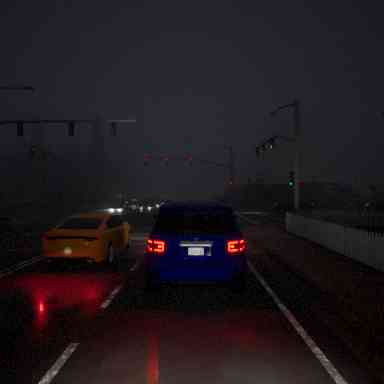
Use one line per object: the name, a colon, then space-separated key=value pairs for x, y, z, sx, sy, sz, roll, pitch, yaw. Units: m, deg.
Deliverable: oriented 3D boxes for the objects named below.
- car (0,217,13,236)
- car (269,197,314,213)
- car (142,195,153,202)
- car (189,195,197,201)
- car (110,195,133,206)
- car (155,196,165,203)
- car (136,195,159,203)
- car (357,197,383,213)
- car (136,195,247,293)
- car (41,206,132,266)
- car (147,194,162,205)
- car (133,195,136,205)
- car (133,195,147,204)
car: x=-10.169 y=1.547 z=14.303 sx=2.033 sy=1.411 sz=5.357 roll=0 pitch=0 yaw=7
car: x=10.736 y=1.352 z=36.049 sx=4.553 sy=1.767 sz=2.097 roll=0 pitch=0 yaw=-1
car: x=-10.309 y=1.524 z=76.943 sx=1.812 sy=1.442 sz=4.674 roll=0 pitch=0 yaw=0
car: x=0.221 y=1.540 z=88.985 sx=2.033 sy=1.411 sz=5.357 roll=0 pitch=0 yaw=0
car: x=-10.477 y=1.492 z=48.207 sx=2.128 sy=1.511 sz=4.902 roll=0 pitch=0 yaw=0
car: x=-6.822 y=1.524 z=71.685 sx=1.812 sy=1.442 sz=4.674 roll=0 pitch=0 yaw=0
car: x=-6.966 y=1.547 z=52.205 sx=2.033 sy=1.411 sz=5.357 roll=0 pitch=0 yaw=0
car: x=20.518 y=1.352 z=36.268 sx=4.553 sy=1.767 sz=2.097 roll=0 pitch=0 yaw=-1
car: x=0.085 y=1.221 z=8.996 sx=2.150 sy=2.045 sz=5.566 roll=0 pitch=0 yaw=0
car: x=-3.395 y=1.478 z=11.619 sx=1.882 sy=1.535 sz=5.008 roll=0 pitch=0 yaw=0
car: x=-6.911 y=1.352 z=61.686 sx=2.097 sy=1.767 sz=4.553 roll=0 pitch=0 yaw=0
car: x=-10.436 y=1.352 z=57.419 sx=2.097 sy=1.767 sz=4.553 roll=0 pitch=0 yaw=0
car: x=-10.354 y=1.478 z=66.688 sx=1.882 sy=1.535 sz=5.008 roll=0 pitch=0 yaw=1
